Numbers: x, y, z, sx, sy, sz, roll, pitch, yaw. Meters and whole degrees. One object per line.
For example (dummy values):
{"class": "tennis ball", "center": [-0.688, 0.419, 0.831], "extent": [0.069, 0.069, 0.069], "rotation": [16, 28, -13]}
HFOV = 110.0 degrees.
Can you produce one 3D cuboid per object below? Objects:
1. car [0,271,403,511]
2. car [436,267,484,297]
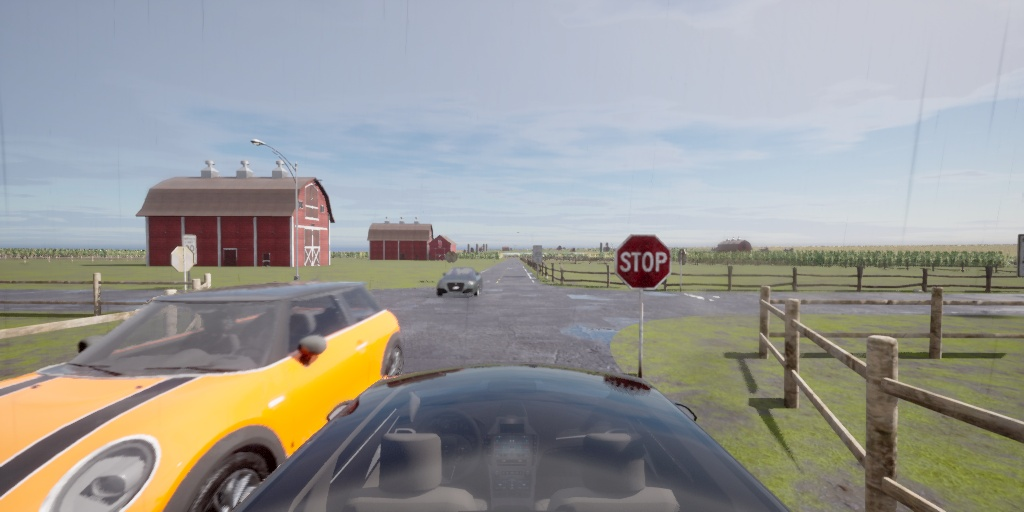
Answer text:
{"class": "car", "center": [-2.732, 1.101, 3.610], "extent": [2.097, 1.767, 4.553], "rotation": [0, 0, 1]}
{"class": "car", "center": [-2.570, 1.260, 18.478], "extent": [1.994, 1.385, 4.181], "rotation": [0, 0, 1]}
